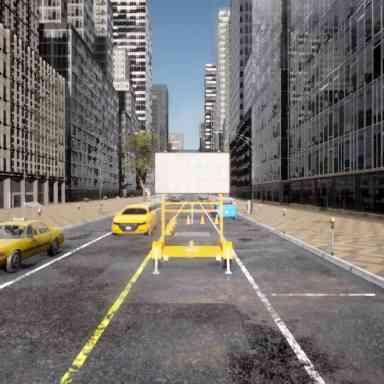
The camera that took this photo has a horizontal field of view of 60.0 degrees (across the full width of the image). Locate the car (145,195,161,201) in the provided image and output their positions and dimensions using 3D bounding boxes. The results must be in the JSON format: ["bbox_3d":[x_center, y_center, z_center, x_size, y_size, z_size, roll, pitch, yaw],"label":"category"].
[{"bbox_3d":[-5.651,1.529,44.684,1.752,1.417,4.829,0,0,0],"label":"car"}]

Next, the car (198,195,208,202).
[{"bbox_3d":[2.757,1.561,73.185,2.008,1.369,4.403,0,0,0],"label":"car"}]

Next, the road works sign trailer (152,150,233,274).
[{"bbox_3d":[0.009,0.464,10.577,2.380,3.560,2.880,0,0,0],"label":"road works sign trailer"}]

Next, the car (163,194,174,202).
[{"bbox_3d":[-5.619,1.326,78.862,2.192,1.841,5.009,0,0,0],"label":"car"}]

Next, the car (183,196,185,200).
[{"bbox_3d":[-2.915,1.585,90.580,2.033,1.411,5.357,0,0,0],"label":"car"}]

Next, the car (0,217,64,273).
[{"bbox_3d":[-5.683,1.525,10.677,1.752,1.417,4.829,0,0,0],"label":"car"}]

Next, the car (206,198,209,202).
[{"bbox_3d":[2.719,1.528,33.679,1.752,1.417,4.829,0,0,0],"label":"car"}]

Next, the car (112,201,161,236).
[{"bbox_3d":[-3.084,1.478,18.604,1.882,1.535,5.008,0,0,0],"label":"car"}]

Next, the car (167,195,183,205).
[{"bbox_3d":[-3.026,1.608,58.848,1.895,1.301,4.718,0,0,0],"label":"car"}]

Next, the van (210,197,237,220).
[{"bbox_3d":[2.713,1.342,27.841,1.690,1.788,3.998,0,0,0],"label":"van"}]

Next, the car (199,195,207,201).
[{"bbox_3d":[2.768,1.557,84.521,1.887,1.381,4.507,0,0,0],"label":"car"}]

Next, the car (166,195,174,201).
[{"bbox_3d":[-5.613,1.538,84.360,1.752,1.417,4.829,0,0,0],"label":"car"}]

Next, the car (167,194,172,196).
[{"bbox_3d":[-5.629,1.559,67.526,2.008,1.369,4.403,0,0,0],"label":"car"}]

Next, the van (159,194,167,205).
[{"bbox_3d":[-5.640,1.347,56.191,1.690,1.788,3.998,0,0,0],"label":"van"}]
